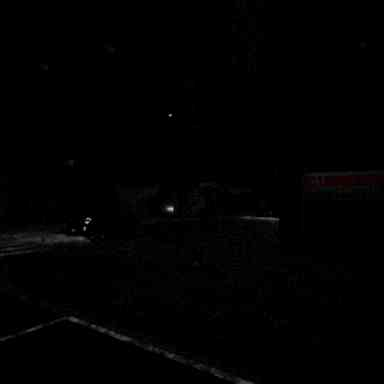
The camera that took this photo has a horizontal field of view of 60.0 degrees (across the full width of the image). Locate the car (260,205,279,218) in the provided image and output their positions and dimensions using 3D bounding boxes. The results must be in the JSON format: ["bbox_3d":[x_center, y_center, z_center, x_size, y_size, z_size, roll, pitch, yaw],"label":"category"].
[{"bbox_3d":[10.369,2.481,42.501,1.837,1.490,4.892,0,-2,36],"label":"car"}]

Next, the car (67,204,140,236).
[{"bbox_3d":[-5.397,1.641,20.630,2.097,1.767,4.553,0,-2,36],"label":"car"}]
